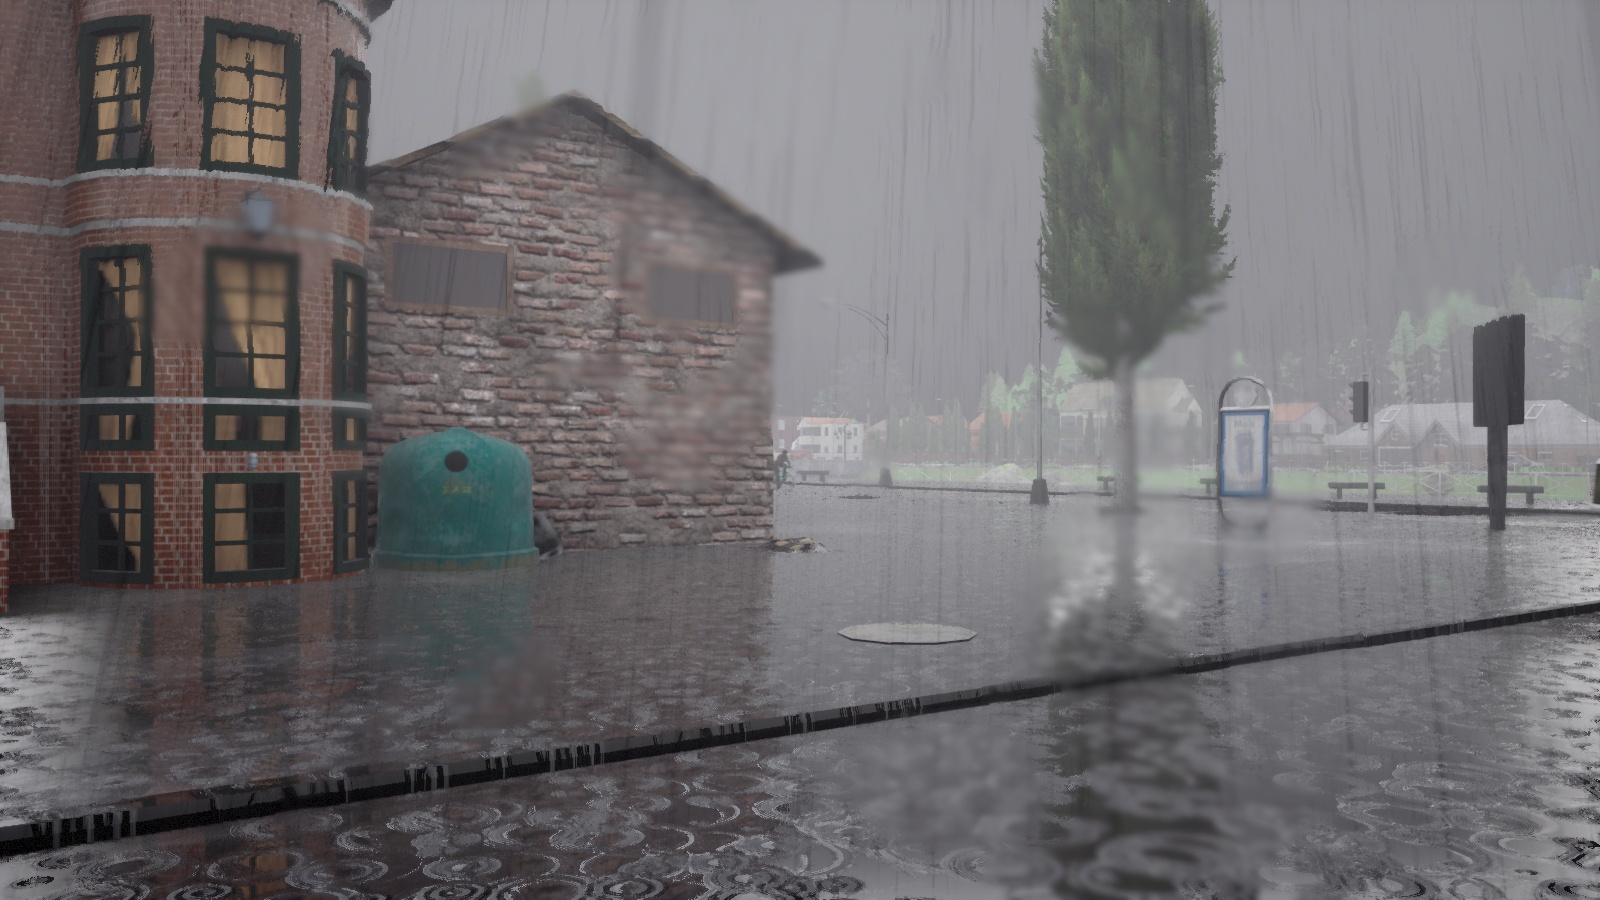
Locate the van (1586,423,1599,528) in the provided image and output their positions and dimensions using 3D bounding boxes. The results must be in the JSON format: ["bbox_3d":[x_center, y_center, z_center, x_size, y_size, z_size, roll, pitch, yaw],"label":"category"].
[{"bbox_3d":[17.634,0.487,23.544,2.069,2.038,4.480,-1,0,-40],"label":"van"}]
